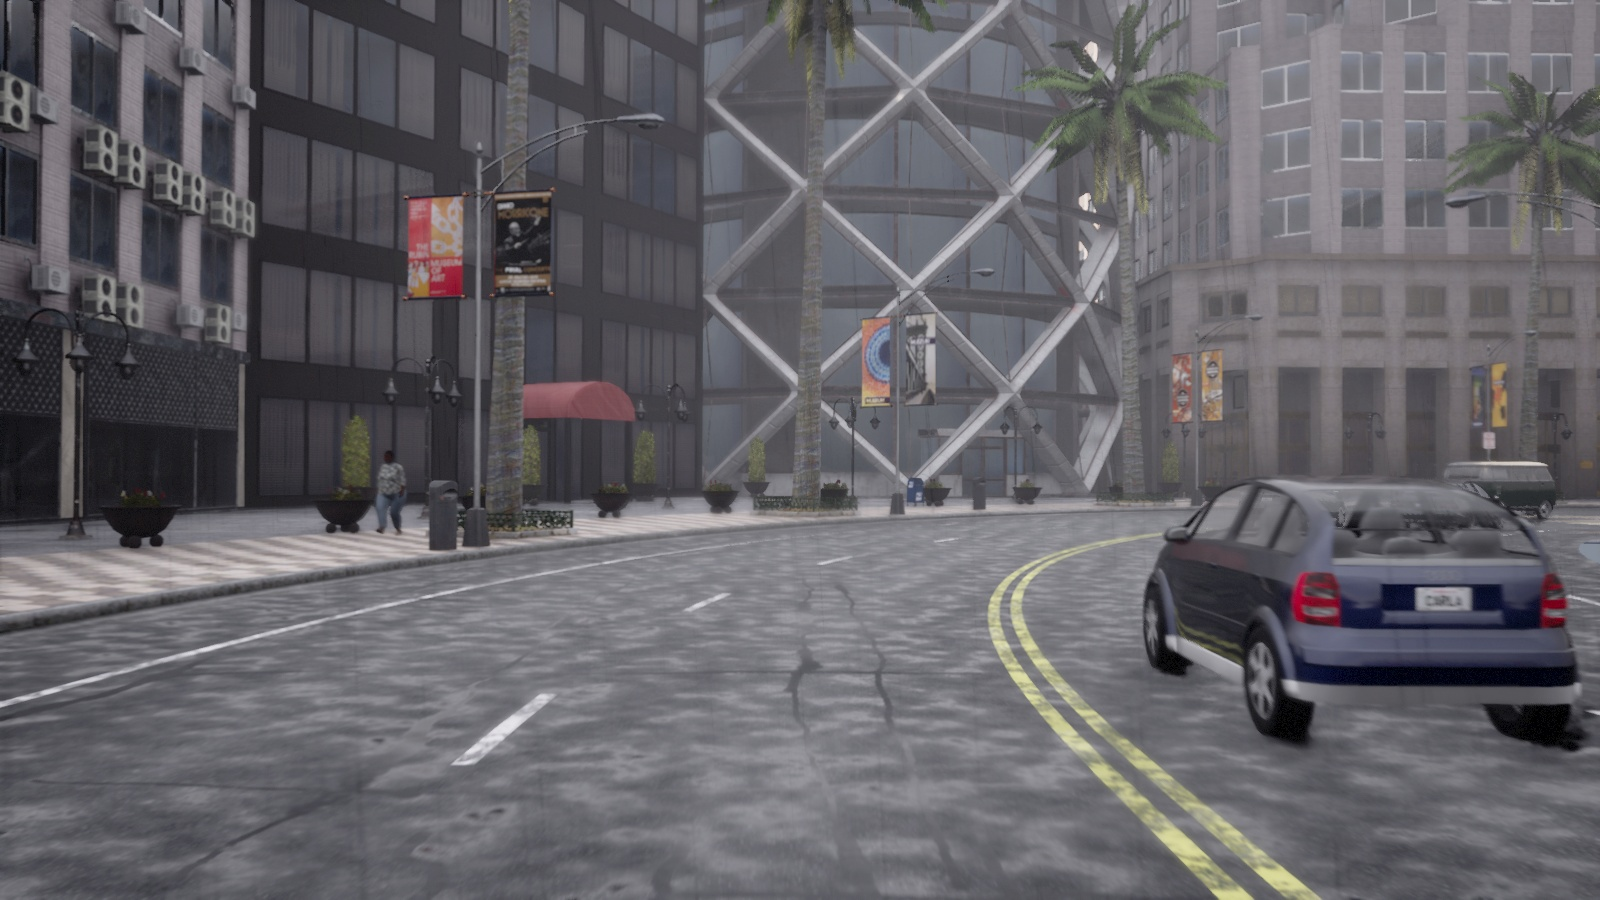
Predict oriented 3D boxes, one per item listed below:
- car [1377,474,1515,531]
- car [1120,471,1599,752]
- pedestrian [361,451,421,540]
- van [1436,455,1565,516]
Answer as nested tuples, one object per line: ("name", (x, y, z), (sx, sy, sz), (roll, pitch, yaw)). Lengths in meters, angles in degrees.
("car", (17.705, 1.365, 34.275), (2.033, 1.411, 5.357), (-1, -1, 42))
("car", (3.579, 0.927, 8.816), (1.789, 1.549, 3.705), (0, -1, 1))
("pedestrian", (-8.611, 0.949, 26.483), (0.874, 1.855, 0.900), (0, -1, 10))
("van", (24.197, 1.196, 43.330), (4.442, 1.987, 1.775), (0, -1, -29))
